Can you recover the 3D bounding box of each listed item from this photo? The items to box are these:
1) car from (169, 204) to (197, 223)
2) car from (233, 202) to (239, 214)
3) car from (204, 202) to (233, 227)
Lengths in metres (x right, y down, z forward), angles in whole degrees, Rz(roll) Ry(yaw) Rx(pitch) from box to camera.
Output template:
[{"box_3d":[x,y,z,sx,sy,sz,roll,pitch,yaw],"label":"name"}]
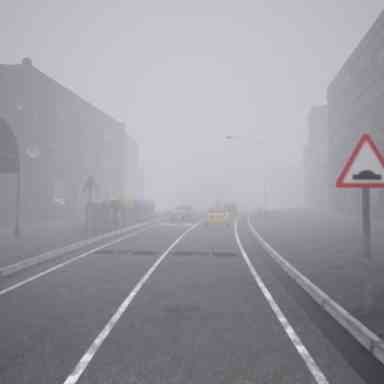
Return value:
[{"box_3d":[-0.683,1.861,29.269,1.837,1.490,4.892,0,-1,9],"label":"car"},{"box_3d":[4.923,2.036,42.568,1.837,1.490,4.892,0,-1,11],"label":"car"},{"box_3d":[1.976,1.746,25.427,1.801,1.575,5.366,0,-1,8],"label":"car"}]
